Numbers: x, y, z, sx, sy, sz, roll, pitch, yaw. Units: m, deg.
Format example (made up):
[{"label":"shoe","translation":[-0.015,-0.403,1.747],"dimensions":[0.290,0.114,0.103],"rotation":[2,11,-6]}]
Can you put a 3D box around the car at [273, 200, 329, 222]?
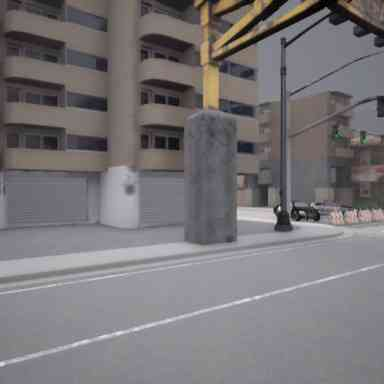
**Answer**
[{"label":"car","translation":[8.331,1.444,26.398],"dimensions":[2.038,1.542,4.974],"rotation":[0,0,-10]}]

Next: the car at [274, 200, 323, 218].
[{"label":"car","translation":[8.321,1.286,26.449],"dimensions":[1.853,1.218,4.536],"rotation":[0,0,-10]}]

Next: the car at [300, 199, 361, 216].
[{"label":"car","translation":[11.872,1.284,28.562],"dimensions":[4.536,1.218,1.853],"rotation":[0,0,35]}]

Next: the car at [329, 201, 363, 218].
[{"label":"car","translation":[11.915,1.442,28.533],"dimensions":[4.974,1.542,2.038],"rotation":[0,0,35]}]
